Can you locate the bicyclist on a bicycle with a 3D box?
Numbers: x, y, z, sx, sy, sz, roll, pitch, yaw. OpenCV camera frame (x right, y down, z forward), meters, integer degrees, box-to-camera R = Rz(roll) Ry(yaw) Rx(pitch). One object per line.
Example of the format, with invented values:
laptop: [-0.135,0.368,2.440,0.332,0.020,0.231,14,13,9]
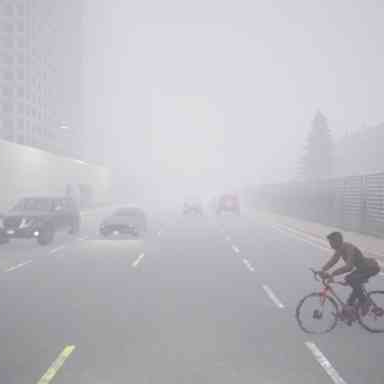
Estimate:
bicyclist on a bicycle: [2.449,1.452,5.259,1.656,1.620,0.582,-2,0,0]

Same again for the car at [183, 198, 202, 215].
car: [0.043,1.600,33.589,1.895,1.301,4.718,0,0,0]

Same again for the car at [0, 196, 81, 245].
car: [-7.095,1.222,15.799,2.150,2.045,5.566,0,0,0]

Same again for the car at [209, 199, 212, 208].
car: [3.480,1.524,46.897,1.812,1.442,4.674,0,0,0]

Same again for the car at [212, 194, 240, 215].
car: [3.482,1.219,33.489,2.150,2.045,5.566,0,0,1]

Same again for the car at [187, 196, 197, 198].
car: [-0.017,1.350,45.061,2.097,1.767,4.553,0,0,0]

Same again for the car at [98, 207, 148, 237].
car: [-3.578,1.547,18.395,2.033,1.411,5.357,0,0,0]
